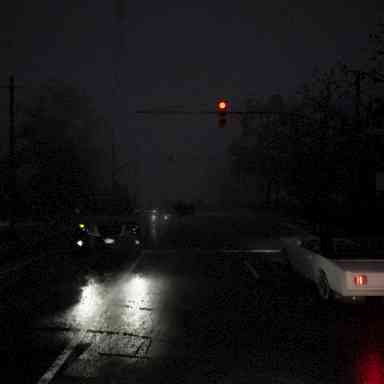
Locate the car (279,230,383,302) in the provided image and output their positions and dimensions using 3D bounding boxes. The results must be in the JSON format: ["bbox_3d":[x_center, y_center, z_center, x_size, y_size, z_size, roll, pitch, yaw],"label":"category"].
[{"bbox_3d":[3.589,1.601,8.196,1.895,1.301,4.718,0,0,0],"label":"car"}]

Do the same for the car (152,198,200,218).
[{"bbox_3d":[-1.347,1.479,30.684,1.882,1.535,5.008,1,0,24],"label":"car"}]

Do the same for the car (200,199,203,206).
[{"bbox_3d":[0.871,1.964,63.931,2.033,1.411,5.357,0,-1,-10],"label":"car"}]

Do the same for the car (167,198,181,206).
[{"bbox_3d":[-3.861,2.038,69.151,2.128,1.511,4.902,0,-1,-13],"label":"car"}]

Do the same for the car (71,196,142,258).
[{"bbox_3d":[-3.384,1.221,13.317,2.150,2.045,5.566,2,0,-16],"label":"car"}]

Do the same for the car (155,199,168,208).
[{"bbox_3d":[-4.838,1.771,52.702,1.994,1.385,4.181,0,-1,-7],"label":"car"}]

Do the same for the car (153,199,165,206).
[{"bbox_3d":[-6.342,1.999,63.427,1.994,1.385,4.181,0,-1,-10],"label":"car"}]
